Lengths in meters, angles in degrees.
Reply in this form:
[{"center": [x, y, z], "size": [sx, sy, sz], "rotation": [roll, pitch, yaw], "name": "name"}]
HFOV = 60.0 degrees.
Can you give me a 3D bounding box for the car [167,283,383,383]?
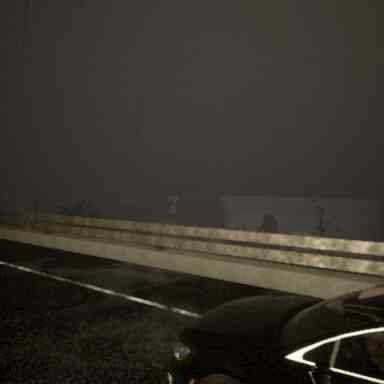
[{"center": [2.008, 1.508, 2.572], "size": [4.892, 1.490, 1.837], "rotation": [1, 0, 35], "name": "car"}]
